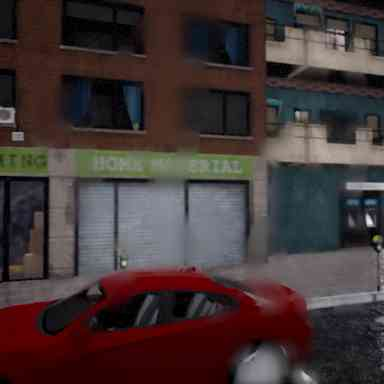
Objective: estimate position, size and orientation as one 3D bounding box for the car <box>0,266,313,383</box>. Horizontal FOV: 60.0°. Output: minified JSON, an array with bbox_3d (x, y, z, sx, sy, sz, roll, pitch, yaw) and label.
[{"bbox_3d":[-0.708,1.691,4.208,4.507,1.381,1.887,0,-1,-16],"label":"car"}]
